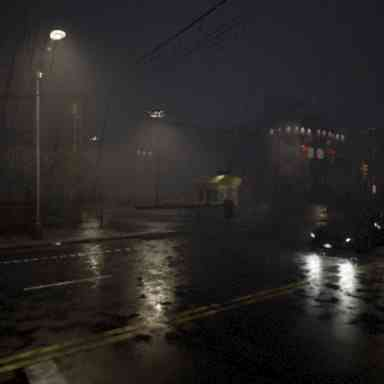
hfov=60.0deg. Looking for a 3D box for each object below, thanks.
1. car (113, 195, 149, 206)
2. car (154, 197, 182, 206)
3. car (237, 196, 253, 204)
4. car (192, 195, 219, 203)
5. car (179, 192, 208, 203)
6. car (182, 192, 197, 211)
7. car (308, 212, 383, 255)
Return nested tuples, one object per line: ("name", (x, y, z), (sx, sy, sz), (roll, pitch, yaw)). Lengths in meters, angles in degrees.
("car", (-9.155, 1.471, 51.121), (4.718, 1.301, 1.895), (0, 0, -36))
("car", (-2.832, 1.325, 42.735), (4.193, 1.474, 1.816), (0, 0, -36))
("car", (8.456, 1.329, 55.742), (4.674, 1.452, 2.002), (0, 0, -36))
("car", (2.583, 1.287, 63.843), (4.786, 1.482, 2.161), (0, 0, -36))
("car", (0.364, 1.109, 66.548), (5.566, 2.045, 2.435), (0, 0, -36))
("car", (1.691, 1.190, 36.629), (4.553, 1.767, 2.185), (0, 0, -36))
("car", (6.992, 1.531, 13.419), (5.357, 1.411, 2.033), (0, 0, -36))
